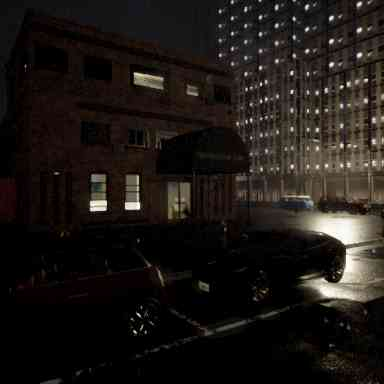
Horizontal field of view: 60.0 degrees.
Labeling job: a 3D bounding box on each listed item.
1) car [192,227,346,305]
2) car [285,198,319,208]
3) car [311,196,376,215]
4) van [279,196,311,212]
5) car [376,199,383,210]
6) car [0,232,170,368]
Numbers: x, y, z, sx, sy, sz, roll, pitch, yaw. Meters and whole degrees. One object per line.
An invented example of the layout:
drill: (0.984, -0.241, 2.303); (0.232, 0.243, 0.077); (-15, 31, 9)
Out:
car: (2.022, 1.565, 8.078); (4.313, 1.339, 1.947); (0, 0, -35)
car: (15.472, 1.514, 46.950); (1.802, 1.307, 4.206); (0, 0, -35)
car: (14.934, 1.308, 33.065); (2.192, 1.841, 5.009); (0, 0, -35)
van: (11.765, 1.326, 37.611); (1.690, 1.788, 3.998); (0, 0, -35)
car: (21.810, 1.498, 37.859); (2.008, 1.369, 4.403); (0, 0, -35)
car: (-2.442, 1.440, 4.826); (4.097, 1.590, 1.967); (0, 0, -35)
